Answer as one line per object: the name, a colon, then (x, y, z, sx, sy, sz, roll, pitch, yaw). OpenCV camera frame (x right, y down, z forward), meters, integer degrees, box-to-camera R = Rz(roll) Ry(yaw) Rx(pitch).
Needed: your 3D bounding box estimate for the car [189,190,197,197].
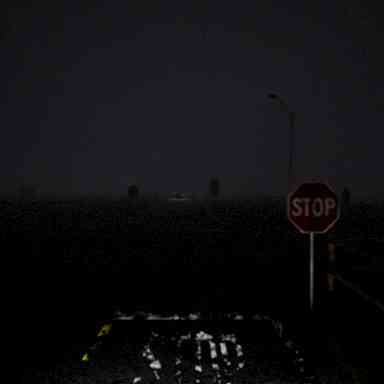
car: (0.191, 0.236, 72.301, 1.837, 1.490, 4.892, 0, 1, 0)

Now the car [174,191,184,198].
car: (-2.576, 0.470, 66.478, 1.882, 1.535, 5.008, 0, 1, 0)

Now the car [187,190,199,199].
car: (0.164, 0.579, 62.299, 1.812, 1.442, 4.674, 0, 1, 0)
